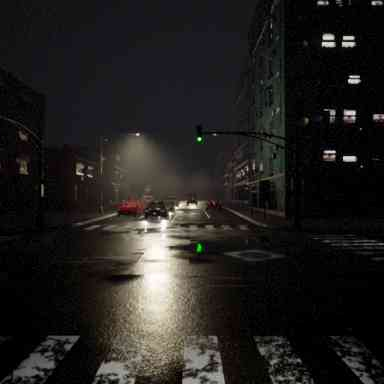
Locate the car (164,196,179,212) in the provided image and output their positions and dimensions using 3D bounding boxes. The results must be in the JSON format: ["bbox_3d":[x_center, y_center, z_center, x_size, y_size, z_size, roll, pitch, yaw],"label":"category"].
[{"bbox_3d":[-3.081,1.557,40.147,2.033,1.411,5.357,0,0,0],"label":"car"}]

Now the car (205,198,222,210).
[{"bbox_3d":[2.713,1.450,42.573,1.967,1.590,4.097,1,0,0],"label":"car"}]

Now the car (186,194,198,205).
[{"bbox_3d":[0.010,1.562,58.813,2.033,1.411,5.357,0,0,0],"label":"car"}]

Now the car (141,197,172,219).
[{"bbox_3d":[-3.089,1.512,29.752,1.837,1.490,4.892,0,0,0],"label":"car"}]

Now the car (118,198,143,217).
[{"bbox_3d":[-5.748,1.552,31.144,1.887,1.381,4.507,1,0,0],"label":"car"}]

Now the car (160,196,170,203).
[{"bbox_3d":[-5.665,1.601,70.947,1.802,1.307,4.206,1,0,0],"label":"car"}]
